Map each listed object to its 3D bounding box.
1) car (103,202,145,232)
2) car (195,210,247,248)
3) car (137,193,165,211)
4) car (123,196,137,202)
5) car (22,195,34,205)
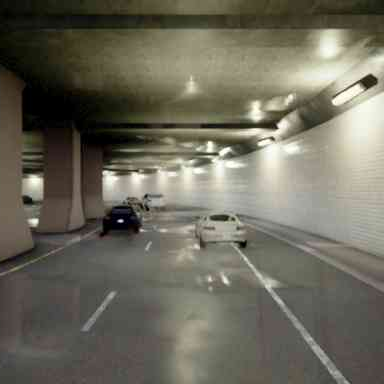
[{"bbox_3d":[-4.040,1.524,19.737,1.994,1.385,4.181,0,0,-6],"label":"car"},{"bbox_3d":[1.165,1.497,14.529,1.812,1.442,4.674,0,0,-3],"label":"car"},{"bbox_3d":[-4.736,1.139,39.818,2.150,2.045,5.566,0,0,-18],"label":"car"},{"bbox_3d":[-9.268,1.421,51.432,1.812,1.442,4.674,0,0,-26],"label":"car"},{"bbox_3d":[-26.891,1.243,53.348,2.097,1.767,4.553,0,0,-39],"label":"car"}]
